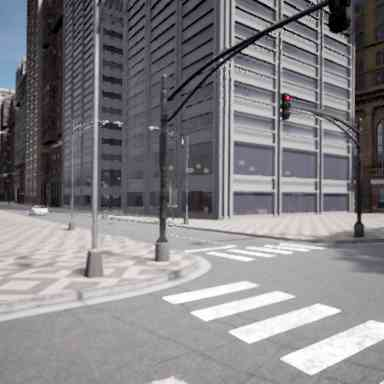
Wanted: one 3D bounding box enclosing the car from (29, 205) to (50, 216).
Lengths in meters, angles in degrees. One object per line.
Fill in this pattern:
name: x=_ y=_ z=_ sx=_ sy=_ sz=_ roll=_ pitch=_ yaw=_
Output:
car: x=-21.392 y=2.612 z=46.616 sx=1.812 sy=1.442 sz=4.674 roll=1 pitch=-1 yaw=-35
